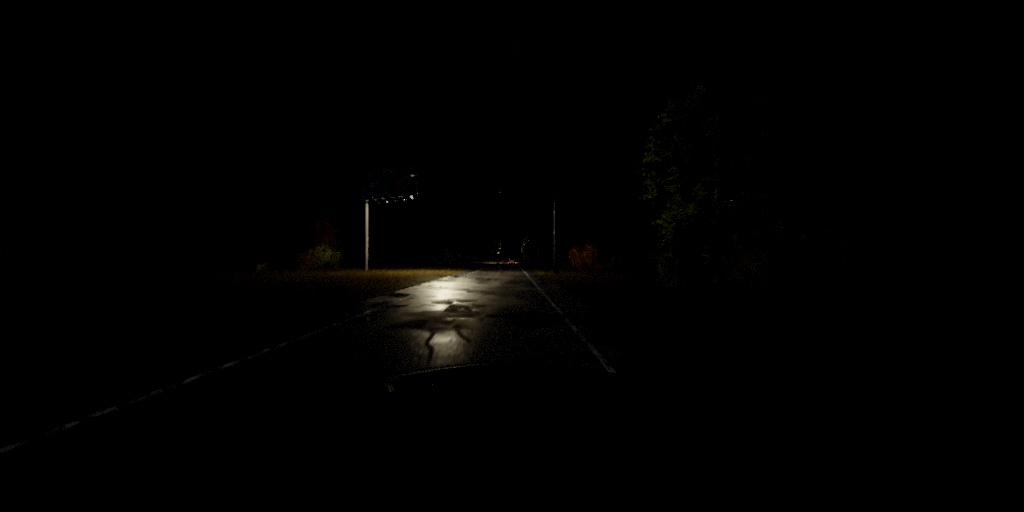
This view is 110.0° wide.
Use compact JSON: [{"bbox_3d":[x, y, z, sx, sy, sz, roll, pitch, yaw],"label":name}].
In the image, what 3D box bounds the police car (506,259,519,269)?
[{"bbox_3d":[0.007,1.216,56.129,2.038,1.542,4.974,0,0,0],"label":"police car"}]
